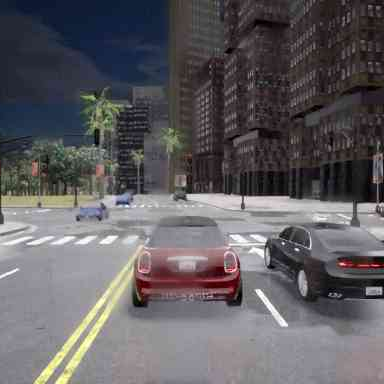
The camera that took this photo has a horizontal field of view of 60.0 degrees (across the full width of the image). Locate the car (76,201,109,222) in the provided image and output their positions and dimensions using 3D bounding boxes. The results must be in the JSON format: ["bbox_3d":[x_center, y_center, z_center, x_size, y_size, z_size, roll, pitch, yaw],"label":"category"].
[{"bbox_3d":[-7.692,1.472,26.082,1.812,1.442,4.674,0,0,-4],"label":"car"}]

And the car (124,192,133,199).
[{"bbox_3d":[-15.420,0.836,80.280,2.128,1.511,4.902,0,1,-12],"label":"car"}]

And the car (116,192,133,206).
[{"bbox_3d":[-10.045,1.199,48.628,1.882,1.535,5.008,0,1,-8],"label":"car"}]

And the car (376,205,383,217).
[{"bbox_3d":[17.459,1.294,26.845,4.553,1.767,2.097,0,0,13],"label":"car"}]

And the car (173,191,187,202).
[{"bbox_3d":[-2.364,0.758,64.476,2.150,2.045,5.566,0,1,-10],"label":"car"}]

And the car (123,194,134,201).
[{"bbox_3d":[-12.494,1.077,65.167,1.994,1.385,4.181,0,1,-9],"label":"car"}]

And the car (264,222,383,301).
[{"bbox_3d":[3.159,1.504,8.302,1.837,1.490,4.892,0,0,-1],"label":"car"}]

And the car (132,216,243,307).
[{"bbox_3d":[-0.130,1.352,8.146,2.097,1.767,4.553,0,0,-1],"label":"car"}]
